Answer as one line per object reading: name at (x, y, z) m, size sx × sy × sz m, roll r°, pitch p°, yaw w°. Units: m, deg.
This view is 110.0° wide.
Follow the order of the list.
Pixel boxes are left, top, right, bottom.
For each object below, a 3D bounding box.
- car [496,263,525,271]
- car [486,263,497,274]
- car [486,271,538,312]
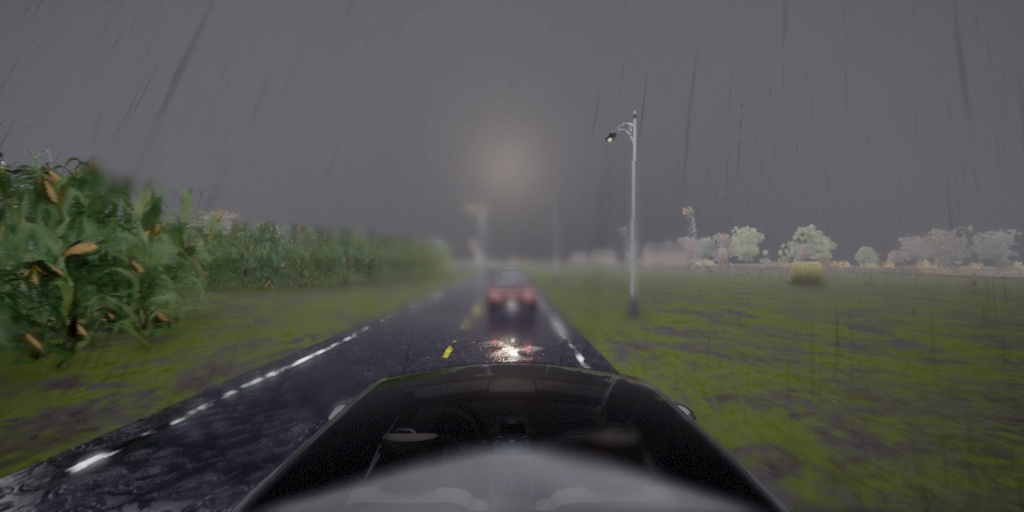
car at (0.021, 1.554, 30.344) m, size 2.128 × 1.511 × 4.902 m, roll 0°, pitch 0°, yaw 0°
car at (-2.766, 1.815, 53.410) m, size 1.837 × 1.490 × 4.892 m, roll 0°, pitch -1°, yaw 0°
car at (0.017, 1.497, 15.115) m, size 1.895 × 1.301 × 4.718 m, roll 0°, pitch -1°, yaw 0°
